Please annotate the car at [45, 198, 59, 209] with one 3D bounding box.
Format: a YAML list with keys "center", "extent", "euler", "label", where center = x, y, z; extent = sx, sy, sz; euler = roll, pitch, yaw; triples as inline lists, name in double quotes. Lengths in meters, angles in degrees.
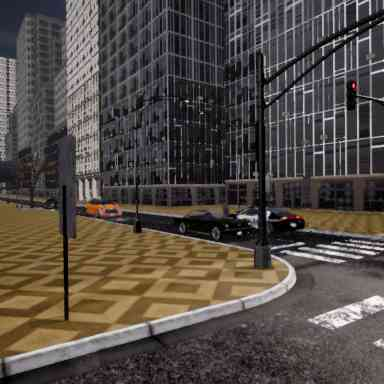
- center: [-19.374, 1.616, 46.748]
  extent: [1.837, 1.490, 4.892]
  euler: [-1, 0, -35]
  label: "car"

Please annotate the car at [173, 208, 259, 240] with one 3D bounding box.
- center: [0.977, 1.640, 17.534]
  extent: [1.895, 1.301, 4.718]
  euler: [-1, 0, -35]
  label: "car"

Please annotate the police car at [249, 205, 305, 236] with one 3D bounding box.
- center: [3.781, 1.512, 18.849]
  extent: [2.038, 1.542, 4.974]
  euler: [-1, 0, -35]
  label: "police car"

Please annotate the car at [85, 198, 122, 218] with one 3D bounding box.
- center: [-8.206, 1.411, 30.637]
  extent: [2.097, 1.767, 4.553]
  euler: [-1, 0, -35]
  label: "car"
